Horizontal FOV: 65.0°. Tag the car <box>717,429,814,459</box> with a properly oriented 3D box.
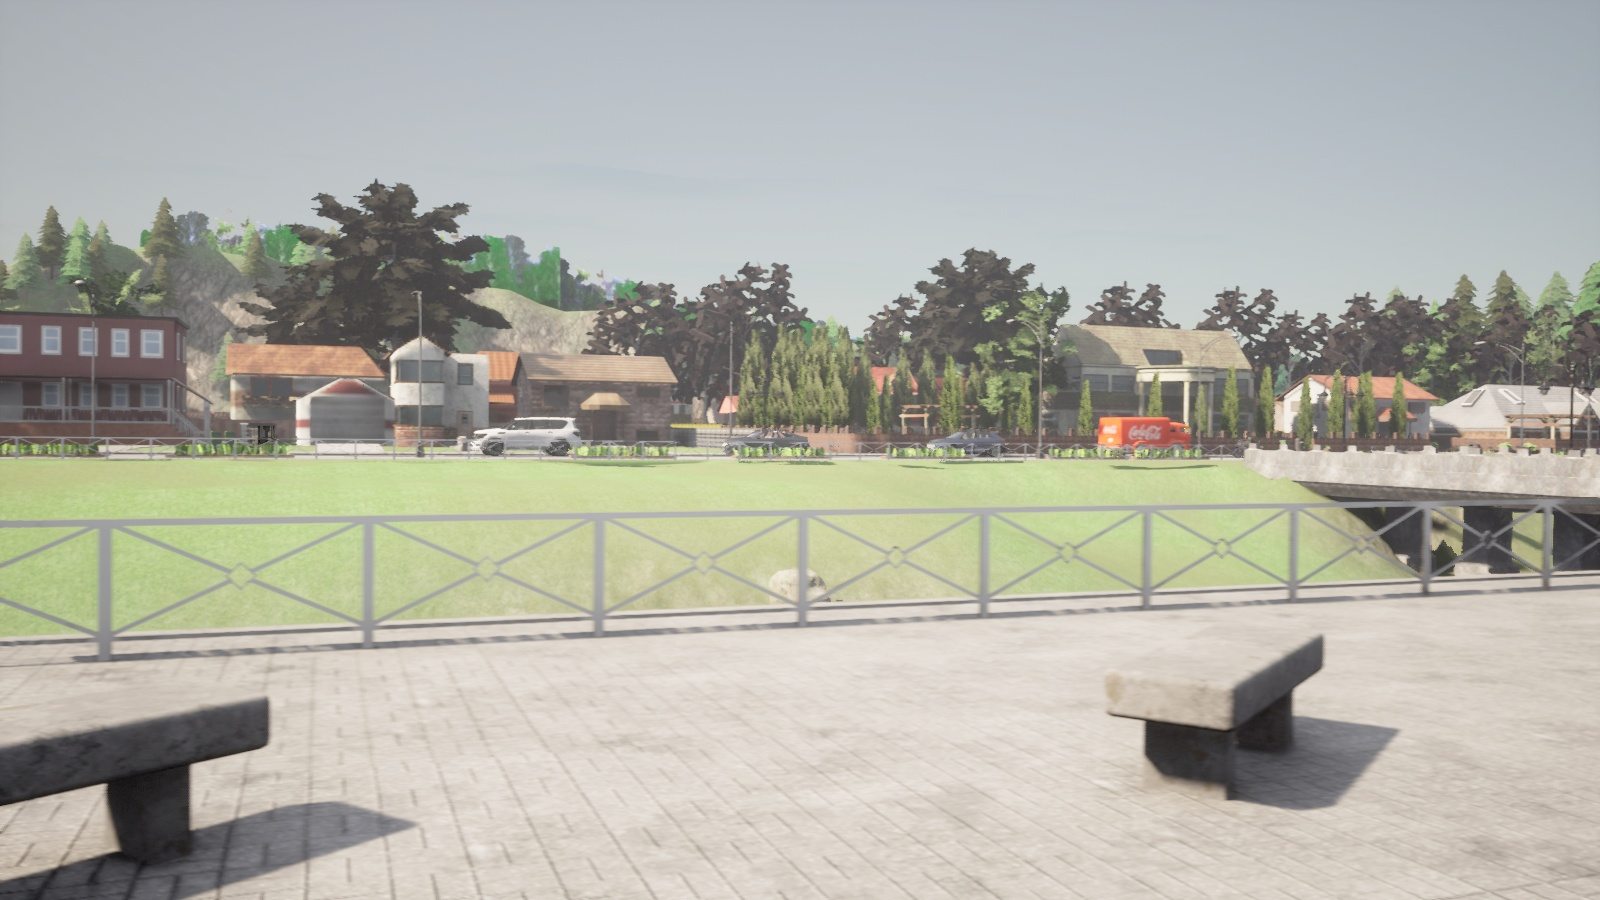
[{"bbox_3d":[-1.904,-0.349,69.038,4.902,1.511,2.128,-1,1,-21],"label":"car"}]

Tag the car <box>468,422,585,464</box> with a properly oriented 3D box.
[{"bbox_3d":[-14.033,-0.380,64.434,5.566,2.045,2.150,-1,1,-21],"label":"car"}]

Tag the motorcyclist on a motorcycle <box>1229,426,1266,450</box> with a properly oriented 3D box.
[{"bbox_3d":[28.711,-0.790,80.655,2.191,1.530,0.866,-1,1,-21],"label":"motorcyclist on a motorcycle"}]

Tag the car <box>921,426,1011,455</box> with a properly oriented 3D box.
[{"bbox_3d":[9.695,-0.572,73.439,4.856,1.649,2.033,-1,1,-21],"label":"car"}]

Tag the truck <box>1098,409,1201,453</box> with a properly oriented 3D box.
[{"bbox_3d":[20.360,-1.100,73.202,5.204,2.467,2.627,-1,1,-21],"label":"truck"}]
